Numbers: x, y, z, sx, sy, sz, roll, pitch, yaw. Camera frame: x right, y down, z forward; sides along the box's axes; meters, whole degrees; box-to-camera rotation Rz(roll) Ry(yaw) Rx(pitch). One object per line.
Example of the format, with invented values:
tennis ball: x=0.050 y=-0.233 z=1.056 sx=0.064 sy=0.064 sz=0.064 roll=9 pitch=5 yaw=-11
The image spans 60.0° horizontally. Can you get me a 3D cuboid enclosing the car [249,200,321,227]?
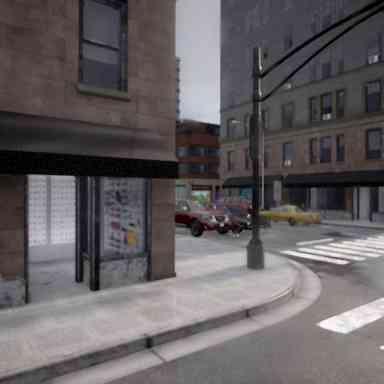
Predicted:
car: x=6.423 y=1.513 z=22.922 sx=1.752 sy=1.417 sz=4.829 roll=0 pitch=0 yaw=-36

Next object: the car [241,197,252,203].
car: x=3.223 y=1.297 z=27.406 sx=2.192 sy=1.841 sz=5.009 roll=0 pitch=0 yaw=-36

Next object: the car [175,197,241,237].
car: x=-0.015 y=1.276 z=18.128 sx=2.192 sy=1.841 sz=5.009 roll=0 pitch=0 yaw=-36

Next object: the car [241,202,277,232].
car: x=2.052 y=1.516 z=19.571 sx=2.033 sy=1.411 sz=5.357 roll=0 pitch=0 yaw=-37
